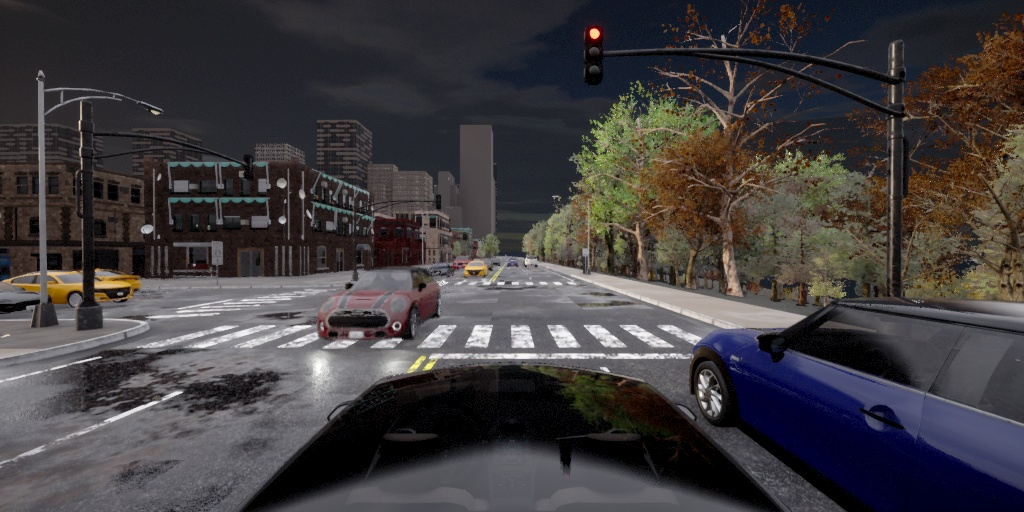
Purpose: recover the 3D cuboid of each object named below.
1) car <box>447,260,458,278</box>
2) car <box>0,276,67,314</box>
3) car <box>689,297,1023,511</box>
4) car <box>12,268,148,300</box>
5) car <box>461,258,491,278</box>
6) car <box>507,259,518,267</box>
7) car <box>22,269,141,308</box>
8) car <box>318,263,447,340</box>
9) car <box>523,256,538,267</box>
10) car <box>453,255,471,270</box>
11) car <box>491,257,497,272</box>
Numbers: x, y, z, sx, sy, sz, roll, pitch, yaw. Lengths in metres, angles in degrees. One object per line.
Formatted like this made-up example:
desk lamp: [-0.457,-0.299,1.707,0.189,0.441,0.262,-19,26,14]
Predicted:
car: [-6.601,1.304,33.778,1.994,1.385,4.181,0,0,0]
car: [-19.947,1.564,13.290,4.313,1.339,1.948,0,0,0]
car: [3.351,1.102,2.833,2.097,1.767,4.553,0,0,0]
car: [-22.842,1.451,19.102,5.008,1.535,1.882,0,1,1]
car: [-3.351,1.217,33.982,1.882,1.535,5.008,0,0,0]
car: [0.100,1.252,64.490,1.812,1.442,4.674,0,0,0]
car: [-20.009,1.450,15.985,5.008,1.535,1.882,-1,1,-1]
car: [-3.350,1.100,9.954,2.097,1.767,4.553,0,0,0]
car: [3.353,0.948,63.641,2.150,2.045,5.566,0,0,0]
car: [-6.598,0.951,48.212,2.150,2.045,5.566,0,1,0]
car: [-3.349,1.235,46.020,1.837,1.490,4.892,0,1,0]
